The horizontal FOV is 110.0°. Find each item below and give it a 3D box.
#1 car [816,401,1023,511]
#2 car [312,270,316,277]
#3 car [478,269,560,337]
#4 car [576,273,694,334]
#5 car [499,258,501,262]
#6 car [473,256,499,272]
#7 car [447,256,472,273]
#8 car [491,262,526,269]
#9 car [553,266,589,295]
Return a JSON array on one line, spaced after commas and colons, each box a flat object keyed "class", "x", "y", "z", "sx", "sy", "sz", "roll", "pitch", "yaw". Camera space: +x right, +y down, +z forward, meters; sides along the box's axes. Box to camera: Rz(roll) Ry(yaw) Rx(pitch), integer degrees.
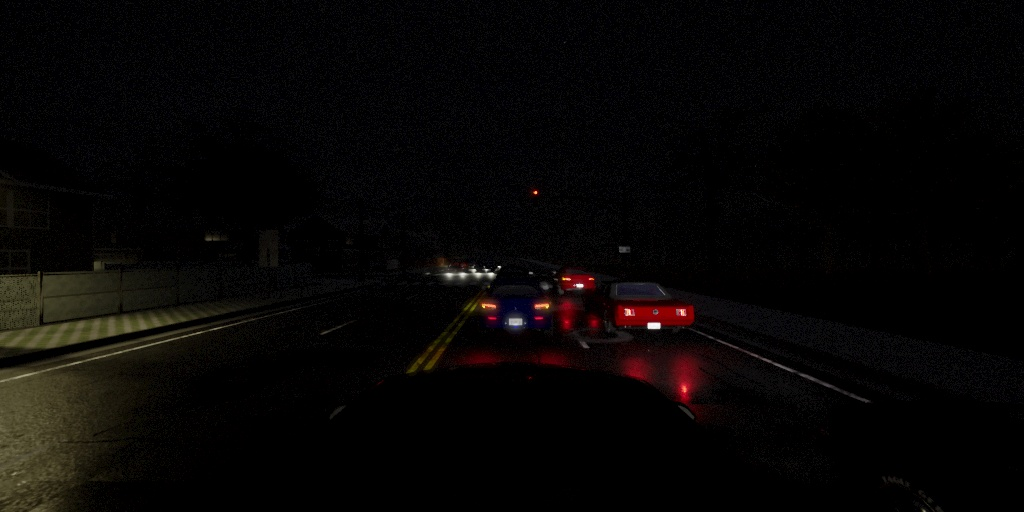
[{"class": "car", "x": 3.348, "y": 1.351, "z": 0.672, "sx": 1.895, "sy": 1.301, "sz": 4.718, "roll": 0, "pitch": 0, "yaw": 0}, {"class": "car", "x": -19.748, "y": 1.327, "z": 30.447, "sx": 5.357, "sy": 1.411, "sz": 2.033, "roll": 0, "pitch": 0, "yaw": 0}, {"class": "car", "x": 0.089, "y": 1.275, "z": 10.143, "sx": 1.812, "sy": 1.442, "sz": 4.674, "roll": 0, "pitch": 0, "yaw": 0}, {"class": "car", "x": 3.342, "y": 1.351, "z": 10.623, "sx": 1.895, "sy": 1.301, "sz": 4.718, "roll": 0, "pitch": 0, "yaw": 0}, {"class": "car", "x": -3.295, "y": 1.277, "z": 56.636, "sx": 2.033, "sy": 1.411, "sz": 5.357, "roll": 0, "pitch": 0, "yaw": 0}, {"class": "car", "x": -3.300, "y": 0.961, "z": 46.111, "sx": 2.150, "sy": 2.045, "sz": 5.566, "roll": 0, "pitch": 0, "yaw": 1}, {"class": "car", "x": -6.562, "y": 1.093, "z": 43.992, "sx": 2.097, "sy": 1.767, "sz": 4.553, "roll": 0, "pitch": 0, "yaw": 0}, {"class": "car", "x": 0.071, "y": 1.254, "z": 19.404, "sx": 1.837, "sy": 1.490, "sz": 4.892, "roll": 0, "pitch": 0, "yaw": 0}, {"class": "car", "x": 3.324, "y": 1.275, "z": 19.731, "sx": 1.812, "sy": 1.442, "sz": 4.674, "roll": 0, "pitch": 0, "yaw": 0}]
